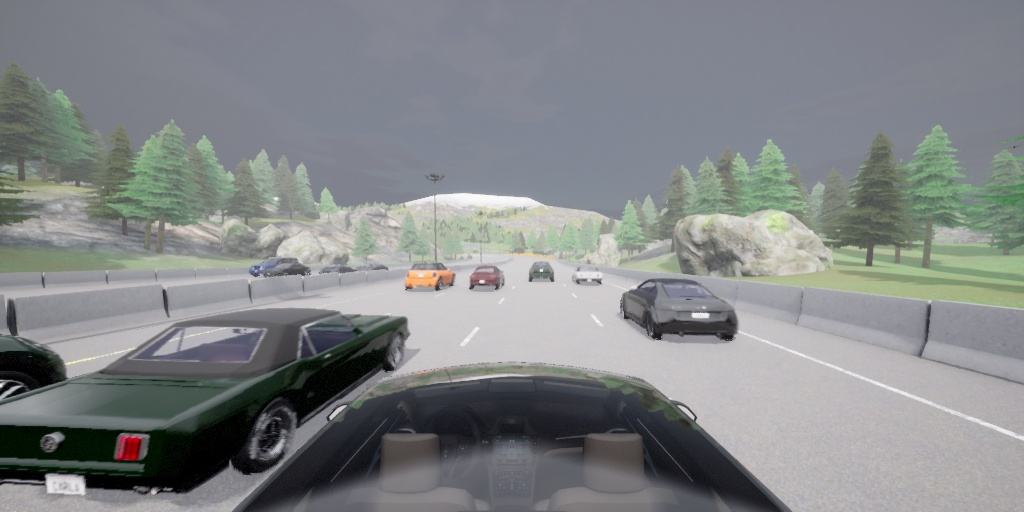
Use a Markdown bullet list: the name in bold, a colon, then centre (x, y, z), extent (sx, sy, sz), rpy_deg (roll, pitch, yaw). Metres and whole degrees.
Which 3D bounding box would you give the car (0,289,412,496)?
- **car**: centre (-3.019, 1.351, 4.783), extent (1.895, 1.301, 4.718), rpy_deg (0, 0, 4)

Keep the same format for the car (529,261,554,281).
- **car**: centre (2.604, 1.269, 31.826), extent (2.097, 1.767, 4.553), rpy_deg (0, -1, 4)

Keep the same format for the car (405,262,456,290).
- **car**: centre (-5.111, 1.181, 23.050), extent (2.097, 1.767, 4.553), rpy_deg (0, 0, 6)

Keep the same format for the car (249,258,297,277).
- **car**: centre (-25.170, 1.195, 38.328), extent (2.150, 2.045, 5.566), rpy_deg (0, -1, 5)

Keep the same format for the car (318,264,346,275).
- **car**: centre (-18.224, 1.530, 37.329), extent (1.994, 1.385, 4.181), rpy_deg (0, -1, 5)

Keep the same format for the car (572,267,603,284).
- **car**: centre (5.843, 1.481, 28.352), extent (1.895, 1.301, 4.718), rpy_deg (0, -1, 4)

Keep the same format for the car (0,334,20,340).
- **car**: centre (-6.705, 1.103, 2.556), extent (2.097, 1.767, 4.553), rpy_deg (0, 0, 5)

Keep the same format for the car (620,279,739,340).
- **car**: centre (4.417, 1.323, 10.099), extent (1.994, 1.385, 4.181), rpy_deg (0, 0, 4)

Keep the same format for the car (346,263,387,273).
- **car**: centre (-14.707, 1.461, 37.413), extent (2.128, 1.511, 4.902), rpy_deg (0, -1, 5)

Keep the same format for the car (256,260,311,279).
- **car**: centre (-21.914, 1.414, 35.078), extent (1.882, 1.535, 5.008), rpy_deg (0, -1, 5)

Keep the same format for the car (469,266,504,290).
- **car**: centre (-1.577, 1.357, 23.395), extent (1.812, 1.442, 4.674), rpy_deg (0, 0, 4)
